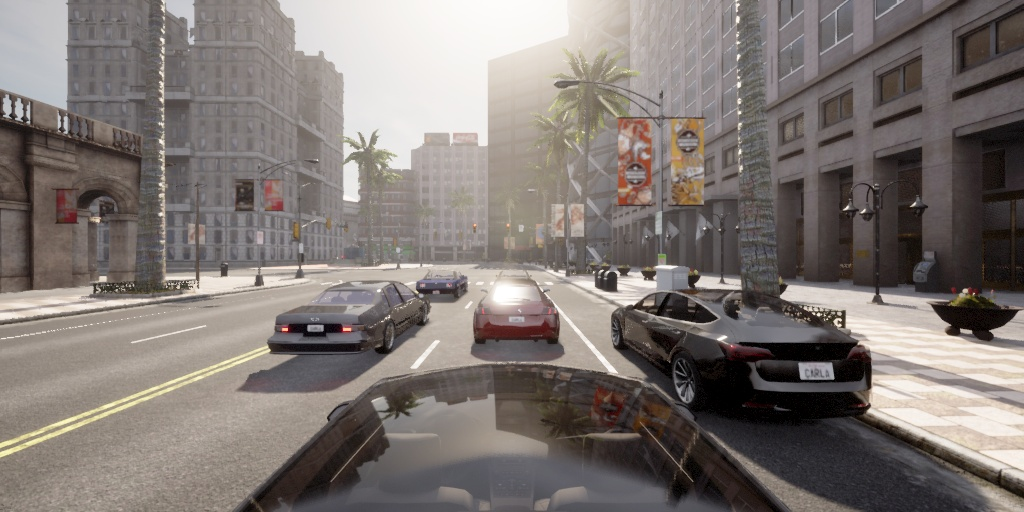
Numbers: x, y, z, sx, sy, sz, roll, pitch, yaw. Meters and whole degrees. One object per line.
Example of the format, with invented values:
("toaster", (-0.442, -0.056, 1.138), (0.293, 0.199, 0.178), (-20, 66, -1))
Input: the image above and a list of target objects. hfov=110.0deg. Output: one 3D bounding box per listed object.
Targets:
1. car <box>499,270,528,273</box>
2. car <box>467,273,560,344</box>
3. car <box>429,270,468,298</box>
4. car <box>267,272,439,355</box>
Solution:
("car", (0.090, 1.351, 18.418), (1.895, 1.301, 4.718), (0, 0, 0))
("car", (0.096, 1.314, 9.610), (1.994, 1.385, 4.181), (0, 0, 0))
("car", (-3.410, 1.351, 18.374), (1.895, 1.301, 4.718), (0, 0, 0))
("car", (-3.406, 1.297, 8.725), (2.033, 1.411, 5.357), (0, 0, 0))
